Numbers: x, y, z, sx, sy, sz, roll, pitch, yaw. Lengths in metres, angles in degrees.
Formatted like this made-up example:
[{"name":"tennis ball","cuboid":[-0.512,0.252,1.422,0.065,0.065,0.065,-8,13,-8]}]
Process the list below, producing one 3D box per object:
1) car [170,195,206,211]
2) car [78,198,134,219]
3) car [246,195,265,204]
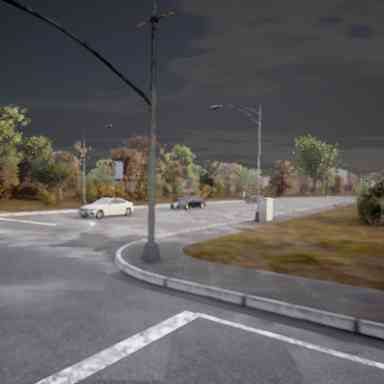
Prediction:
[{"name":"car","cuboid":[-0.333,1.105,34.518,2.128,1.511,4.902,1,1,32]},{"name":"car","cuboid":[-6.319,1.152,25.003,1.812,1.442,4.674,1,1,32]},{"name":"car","cuboid":[9.814,1.120,50.534,1.812,1.442,4.674,1,1,33]}]
